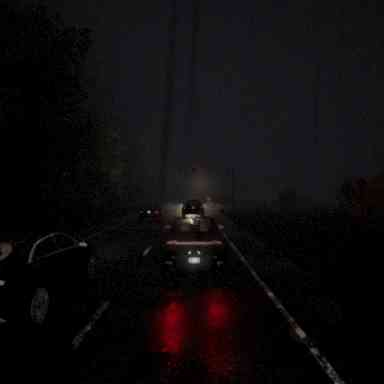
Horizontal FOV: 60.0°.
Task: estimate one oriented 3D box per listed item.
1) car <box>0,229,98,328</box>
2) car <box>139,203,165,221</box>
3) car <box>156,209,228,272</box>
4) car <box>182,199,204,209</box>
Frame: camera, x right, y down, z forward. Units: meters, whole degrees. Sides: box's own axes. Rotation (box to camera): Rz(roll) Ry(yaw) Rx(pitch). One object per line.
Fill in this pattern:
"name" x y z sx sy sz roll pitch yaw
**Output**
"car" -3.445 1.524 6.998 2.128 1.511 4.902 0 0 0
"car" -3.406 1.671 28.839 2.033 1.411 5.357 0 0 0
"car" 0.075 1.542 10.975 2.128 1.511 4.902 0 0 0
"car" 0.093 1.492 32.789 2.097 1.767 4.553 0 0 0
